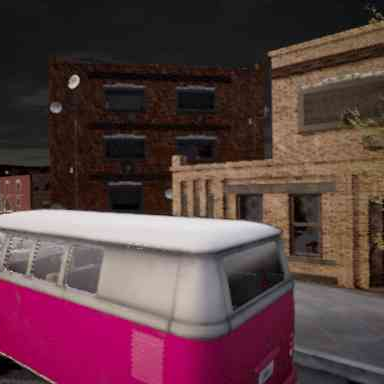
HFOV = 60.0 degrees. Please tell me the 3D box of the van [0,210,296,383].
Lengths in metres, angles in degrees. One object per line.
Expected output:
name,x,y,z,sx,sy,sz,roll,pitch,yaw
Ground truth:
van,-1.144,1.255,4.069,4.442,1.987,1.878,0,0,36
